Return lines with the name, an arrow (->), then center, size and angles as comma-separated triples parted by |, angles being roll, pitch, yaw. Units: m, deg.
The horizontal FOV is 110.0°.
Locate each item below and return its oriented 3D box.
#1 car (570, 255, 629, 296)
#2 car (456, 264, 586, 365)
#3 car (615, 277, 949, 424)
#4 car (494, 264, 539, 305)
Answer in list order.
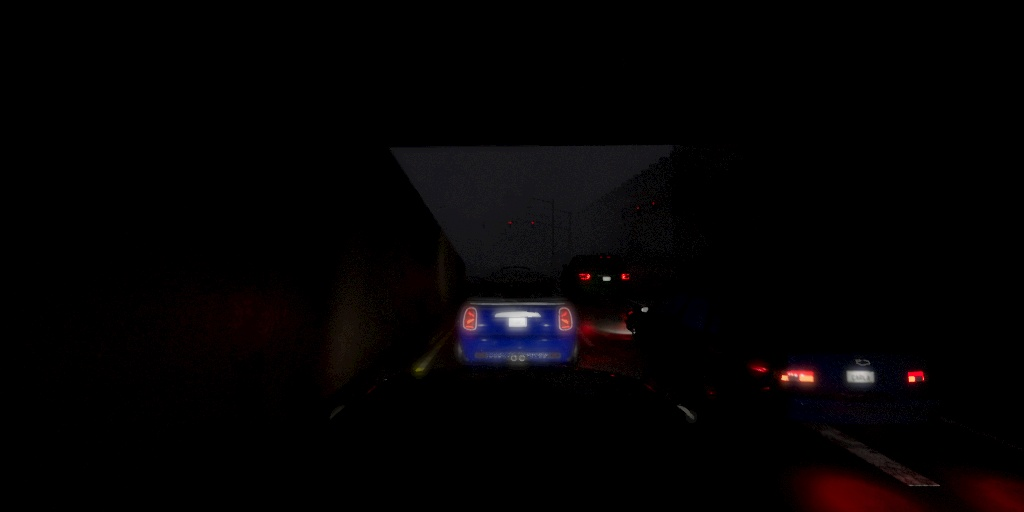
car -> 3.649, 0.971, 16.458 | 2.150, 2.045, 5.566 | 0, 0, 0
car -> 0.108, 1.102, 7.984 | 2.097, 1.767, 4.553 | 0, 0, 0
car -> 3.612, 1.297, 6.212 | 2.033, 1.411, 5.357 | 0, 0, 0
car -> 0.136, 1.228, 17.267 | 1.882, 1.535, 5.008 | 0, 0, -1
